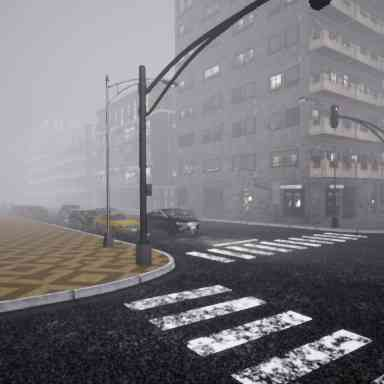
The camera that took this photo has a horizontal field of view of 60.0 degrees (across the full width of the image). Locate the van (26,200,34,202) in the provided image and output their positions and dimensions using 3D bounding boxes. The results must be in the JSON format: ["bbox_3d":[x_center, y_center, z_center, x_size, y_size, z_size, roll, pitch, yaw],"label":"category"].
[{"bbox_3d":[-41.607,2.831,85.133,1.690,1.788,3.998,-2,0,-36],"label":"van"}]

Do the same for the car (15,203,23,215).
[{"bbox_3d":[-21.566,2.392,43.722,1.802,1.307,4.206,-2,0,-36],"label":"car"}]

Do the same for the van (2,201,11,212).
[{"bbox_3d":[-31.618,2.433,57.390,1.690,1.788,3.998,-2,0,-36],"label":"van"}]

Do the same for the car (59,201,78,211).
[{"bbox_3d":[-21.515,2.366,57.797,1.967,1.590,4.097,-2,0,-36],"label":"car"}]

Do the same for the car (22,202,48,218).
[{"bbox_3d":[-18.219,2.262,39.166,1.887,1.381,4.507,-2,0,-36],"label":"car"}]

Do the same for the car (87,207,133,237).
[{"bbox_3d":[-4.728,1.865,20.805,1.752,1.417,4.829,-2,0,-36],"label":"car"}]

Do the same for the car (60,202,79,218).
[{"bbox_3d":[-13.212,2.118,36.764,1.837,1.490,4.892,-1,-1,-36],"label":"car"}]

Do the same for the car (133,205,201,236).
[{"bbox_3d":[-1.397,1.775,20.663,2.128,1.511,4.902,-1,-1,-36],"label":"car"}]

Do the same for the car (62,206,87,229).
[{"bbox_3d":[-8.175,2.002,25.498,1.947,1.339,4.313,-2,0,-36],"label":"car"}]

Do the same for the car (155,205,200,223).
[{"bbox_3d":[-1.424,1.915,30.461,2.008,1.369,4.403,-2,0,-36],"label":"car"}]

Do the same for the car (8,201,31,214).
[{"bbox_3d":[-24.915,2.449,48.278,1.887,1.381,4.507,-2,0,-36],"label":"car"}]

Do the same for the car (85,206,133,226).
[{"bbox_3d":[-7.255,1.994,28.635,2.033,1.411,5.357,-1,-1,-37],"label":"car"}]
